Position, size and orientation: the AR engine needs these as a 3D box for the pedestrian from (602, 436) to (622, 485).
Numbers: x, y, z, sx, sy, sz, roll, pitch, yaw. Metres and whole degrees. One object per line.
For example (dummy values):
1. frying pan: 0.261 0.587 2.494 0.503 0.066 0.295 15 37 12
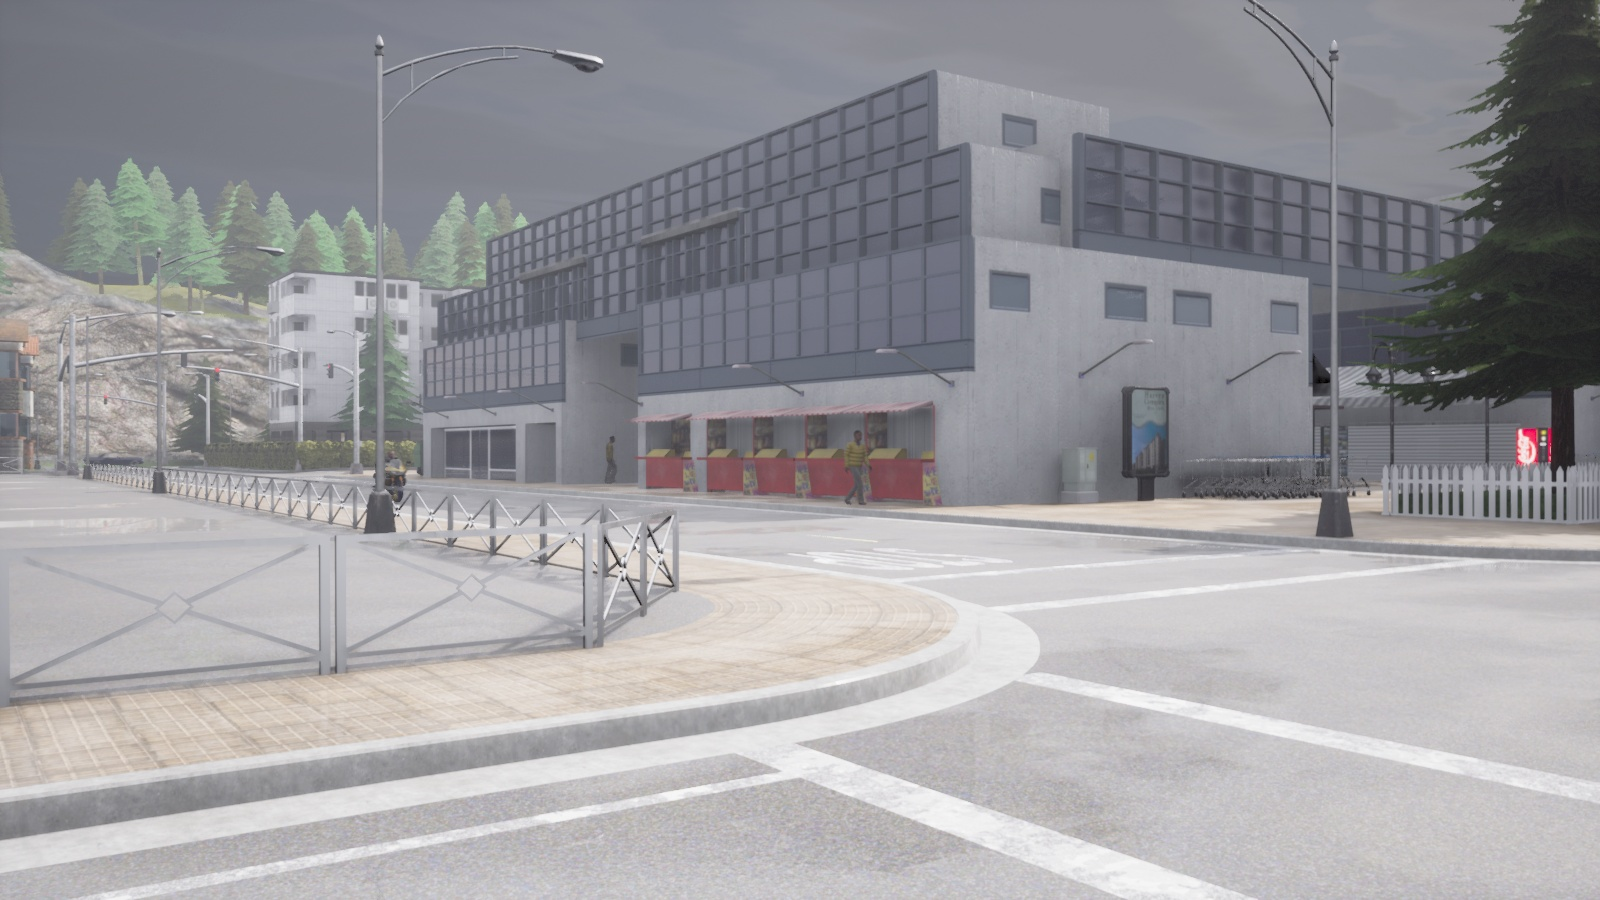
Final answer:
1. pedestrian: -7.176 0.408 47.854 0.709 1.840 0.431 0 0 -16

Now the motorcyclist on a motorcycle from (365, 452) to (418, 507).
1. motorcyclist on a motorcycle: -11.726 0.829 36.004 0.866 1.530 2.191 0 0 -34

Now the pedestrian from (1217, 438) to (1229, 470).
1. pedestrian: 25.037 0.237 74.316 0.345 1.836 0.594 0 0 -36

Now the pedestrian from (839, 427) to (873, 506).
1. pedestrian: 1.309 0.380 29.509 0.431 1.840 0.709 0 0 -37
